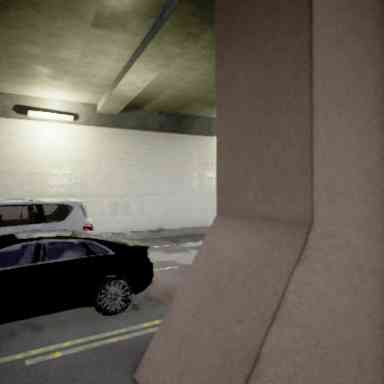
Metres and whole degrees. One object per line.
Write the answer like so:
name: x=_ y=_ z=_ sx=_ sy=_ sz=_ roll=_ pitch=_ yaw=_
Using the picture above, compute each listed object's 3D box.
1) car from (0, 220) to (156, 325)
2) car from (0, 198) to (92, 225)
car: x=-3.044 y=1.481 z=5.903 sx=4.902 sy=1.511 sz=2.128 roll=-1 pitch=0 yaw=-33
car: x=-5.340 y=1.212 z=8.620 sx=5.566 sy=2.045 sz=2.150 roll=-1 pitch=0 yaw=-34
